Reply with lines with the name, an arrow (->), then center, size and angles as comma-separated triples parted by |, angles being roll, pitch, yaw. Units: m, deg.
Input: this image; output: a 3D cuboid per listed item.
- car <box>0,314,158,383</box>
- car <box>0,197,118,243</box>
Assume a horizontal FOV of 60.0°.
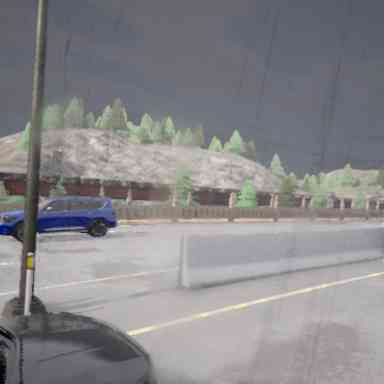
car -> -2.510, 1.506, 1.957 | 4.892, 1.490, 1.837 | 0, 0, -35
car -> -6.495, 1.255, 16.556 | 5.566, 2.045, 2.150 | 1, -1, -35
